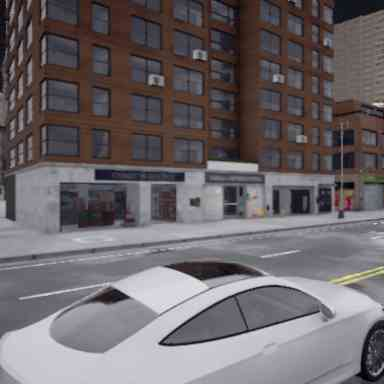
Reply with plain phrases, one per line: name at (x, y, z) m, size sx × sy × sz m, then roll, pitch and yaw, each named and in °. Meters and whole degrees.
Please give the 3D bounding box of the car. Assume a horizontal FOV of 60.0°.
car at (0.397, 1.512, 3.722) m, size 4.674 × 1.442 × 1.812 m, roll -1°, pitch 0°, yaw -35°
